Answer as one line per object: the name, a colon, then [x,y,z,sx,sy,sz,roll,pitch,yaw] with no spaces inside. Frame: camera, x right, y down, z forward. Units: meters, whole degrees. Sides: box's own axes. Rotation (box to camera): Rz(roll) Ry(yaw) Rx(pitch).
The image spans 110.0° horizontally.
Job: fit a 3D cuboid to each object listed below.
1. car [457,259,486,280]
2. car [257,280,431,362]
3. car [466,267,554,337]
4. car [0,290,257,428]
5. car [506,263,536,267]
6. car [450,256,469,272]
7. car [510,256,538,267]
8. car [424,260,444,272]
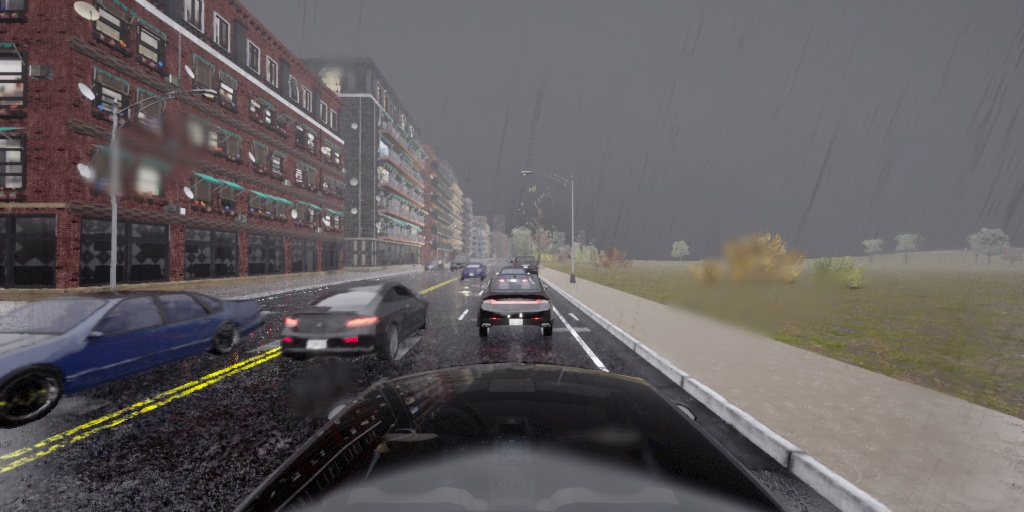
car: [-3.217,1.279,30.733,1.812,1.442,4.674,0,0,0]
car: [-3.165,1.277,8.124,1.812,1.442,4.674,0,0,0]
car: [0.081,1.243,10.331,2.128,1.511,4.902,0,0,0]
car: [-6.609,1.298,5.901,2.033,1.411,5.357,0,0,0]
car: [0.060,1.300,20.771,2.033,1.411,5.357,0,0,0]
car: [-6.705,0.974,47.286,2.150,2.045,5.566,0,0,0]
car: [1.070,0.978,30.984,2.150,2.045,5.566,0,0,0]
car: [-9.952,1.244,46.191,2.128,1.511,4.902,0,0,0]
